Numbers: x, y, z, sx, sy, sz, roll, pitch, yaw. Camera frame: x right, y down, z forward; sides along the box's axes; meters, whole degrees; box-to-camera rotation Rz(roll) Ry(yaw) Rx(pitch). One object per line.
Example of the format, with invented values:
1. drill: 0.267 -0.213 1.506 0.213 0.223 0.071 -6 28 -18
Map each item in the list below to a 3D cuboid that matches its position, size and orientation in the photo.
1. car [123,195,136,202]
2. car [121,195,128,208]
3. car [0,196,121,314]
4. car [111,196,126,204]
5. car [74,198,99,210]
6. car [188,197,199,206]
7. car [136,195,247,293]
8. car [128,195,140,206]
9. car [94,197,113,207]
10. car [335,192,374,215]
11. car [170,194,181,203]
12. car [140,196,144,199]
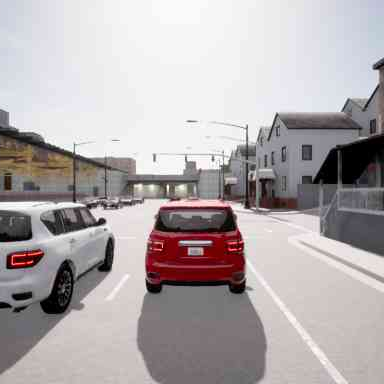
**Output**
1. car: -13.826 1.493 73.717 1.837 1.490 4.892 0 0 0
2. car: -10.494 1.491 44.619 2.128 1.511 4.902 0 0 0
3. car: -3.409 1.221 7.745 2.150 2.045 5.566 0 0 1
4. car: -13.897 1.505 63.303 1.837 1.490 4.892 0 0 0
5. car: -13.995 1.564 44.207 1.994 1.385 4.181 0 0 0
6. car: 0.227 1.525 56.199 1.812 1.442 4.674 0 0 0
7. car: 0.099 1.221 9.007 2.150 2.045 5.566 0 0 1
8. car: -10.463 1.547 54.368 2.033 1.411 5.357 0 0 0
9. car: -13.964 1.526 52.948 1.812 1.442 4.674 0 0 0
10. car: 14.901 0.850 28.716 5.357 1.411 2.033 -16 0 -1
11. car: -3.337 1.352 69.139 2.097 1.767 4.553 0 0 0
12. car: -10.384 1.547 64.657 2.033 1.411 5.357 0 0 0
